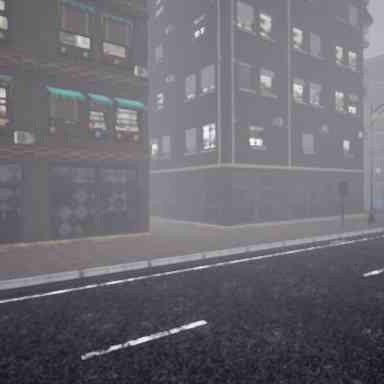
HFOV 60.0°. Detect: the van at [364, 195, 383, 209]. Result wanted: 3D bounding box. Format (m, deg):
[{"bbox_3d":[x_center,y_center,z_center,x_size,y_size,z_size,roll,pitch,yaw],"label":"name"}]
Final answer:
[{"bbox_3d":[22.493,1.296,43.144,1.690,1.788,3.998,-2,0,-36],"label":"van"}]
